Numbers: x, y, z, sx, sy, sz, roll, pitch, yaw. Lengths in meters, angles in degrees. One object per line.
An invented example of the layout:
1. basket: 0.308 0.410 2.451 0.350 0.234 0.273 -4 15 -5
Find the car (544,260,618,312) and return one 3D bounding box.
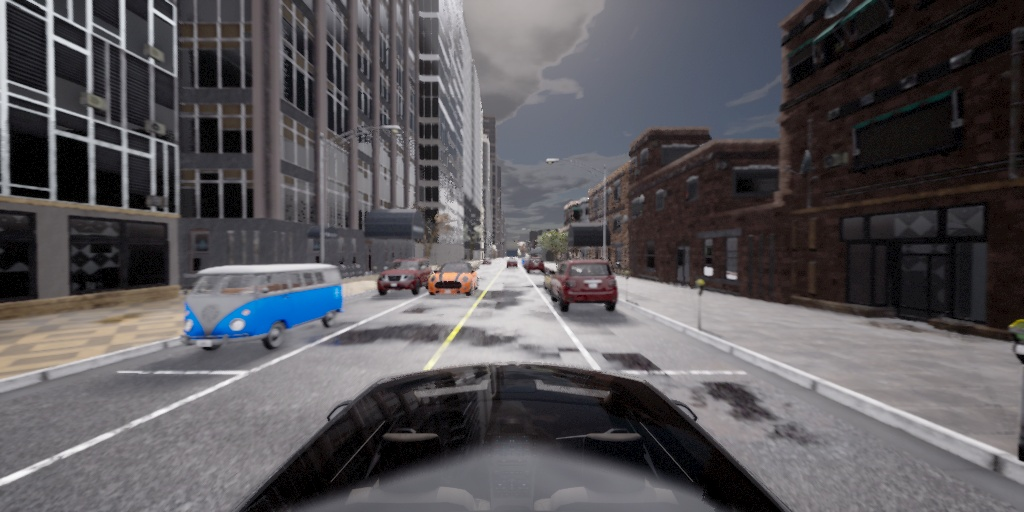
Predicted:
1. car: 2.696 1.064 14.251 2.192 1.841 5.009 0 0 0

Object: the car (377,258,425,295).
1. car: -5.682 1.065 19.799 2.192 1.841 5.009 0 0 0

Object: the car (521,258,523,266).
1. car: 2.713 1.313 52.993 1.948 1.339 4.313 0 0 0

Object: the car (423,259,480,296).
1. car: -3.011 1.101 19.213 2.097 1.767 4.553 0 0 0

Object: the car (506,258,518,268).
1. car: 0.027 1.224 59.362 1.882 1.535 5.008 0 0 0

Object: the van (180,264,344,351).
1. van: -5.688 1.091 8.730 1.690 1.789 3.998 0 0 0

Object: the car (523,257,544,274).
1. car: 2.708 1.062 41.924 2.192 1.841 5.009 0 0 0

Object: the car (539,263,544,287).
1. car: 2.699 1.274 19.956 1.751 1.417 4.829 0 0 0
